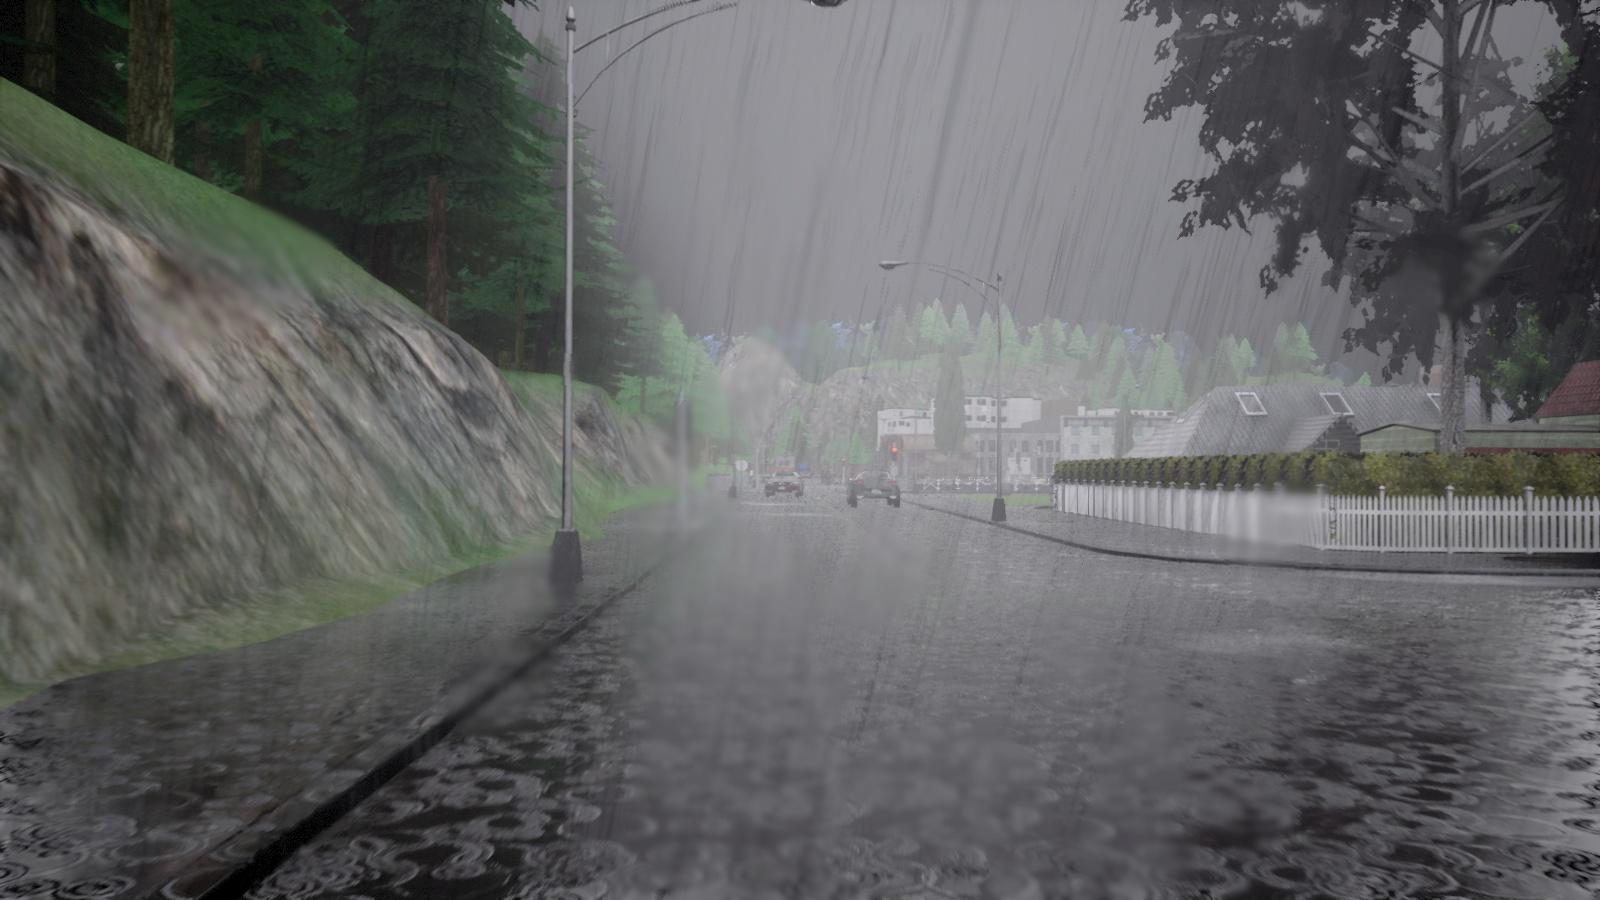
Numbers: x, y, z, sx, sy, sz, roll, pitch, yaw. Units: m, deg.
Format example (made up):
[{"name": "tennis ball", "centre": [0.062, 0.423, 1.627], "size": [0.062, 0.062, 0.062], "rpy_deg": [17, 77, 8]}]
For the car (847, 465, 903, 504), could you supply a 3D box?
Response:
[{"name": "car", "centre": [3.351, 1.533, 56.945], "size": [2.152, 1.651, 5.027], "rpy_deg": [0, -1, -1]}]

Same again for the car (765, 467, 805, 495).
[{"name": "car", "centre": [-0.891, 1.907, 78.259], "size": [2.152, 1.651, 5.027], "rpy_deg": [0, -1, 3]}]
